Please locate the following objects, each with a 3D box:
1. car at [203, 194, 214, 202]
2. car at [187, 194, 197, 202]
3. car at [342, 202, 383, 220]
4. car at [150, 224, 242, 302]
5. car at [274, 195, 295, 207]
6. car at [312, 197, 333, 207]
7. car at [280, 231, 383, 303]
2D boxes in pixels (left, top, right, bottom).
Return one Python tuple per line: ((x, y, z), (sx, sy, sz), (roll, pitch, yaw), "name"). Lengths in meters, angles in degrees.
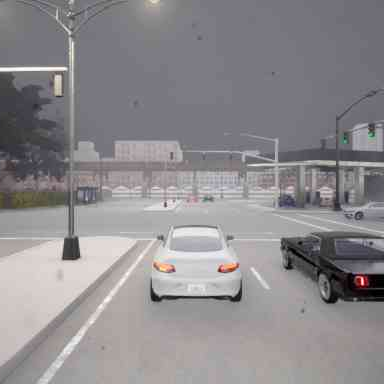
((3.526, 1.257, 72.319), (2.097, 1.767, 4.553), (0, 0, 0), "car")
((0.026, 1.250, 72.320), (2.097, 1.767, 4.553), (0, 0, 0), "car")
((14.898, 1.523, 27.487), (4.674, 1.442, 1.812), (0, 0, -1), "car")
((0.085, 1.517, 8.133), (1.812, 1.442, 4.674), (0, 0, 0), "car")
((13.229, 1.262, 47.671), (2.242, 1.667, 4.611), (0, 0, 0), "car")
((18.973, 1.434, 48.432), (1.970, 1.475, 3.806), (0, 0, 0), "car")
((3.590, 1.599, 8.116), (1.895, 1.301, 4.718), (0, 0, 0), "car")
